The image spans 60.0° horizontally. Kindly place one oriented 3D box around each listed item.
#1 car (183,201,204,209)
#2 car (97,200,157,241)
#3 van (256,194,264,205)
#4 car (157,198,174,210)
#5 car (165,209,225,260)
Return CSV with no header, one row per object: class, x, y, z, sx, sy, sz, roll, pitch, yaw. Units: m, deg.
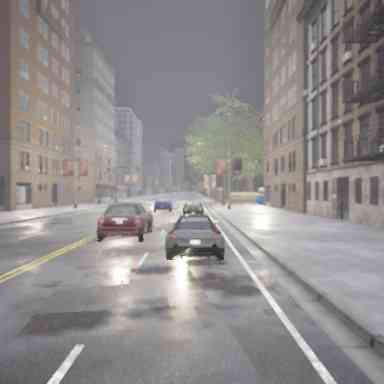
car,0.104,1.525,30.800,1.895,1.301,4.718,0,0,0
car,-3.146,1.311,16.508,2.097,1.767,4.553,0,0,0
van,12.171,1.275,52.862,3.998,1.788,1.690,0,0,1
car,-3.146,1.385,37.499,1.882,1.535,5.008,0,0,0
car,0.102,1.532,12.385,1.994,1.385,4.181,0,0,0
